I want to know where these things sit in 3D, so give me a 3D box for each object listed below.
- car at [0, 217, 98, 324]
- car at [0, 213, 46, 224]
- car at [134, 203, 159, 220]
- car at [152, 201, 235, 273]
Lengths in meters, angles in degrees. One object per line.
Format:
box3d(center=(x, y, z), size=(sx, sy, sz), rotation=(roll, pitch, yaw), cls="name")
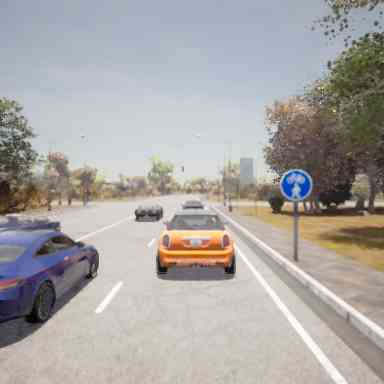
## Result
box3d(center=(-3.399, 1.508, 6.964), size=(1.812, 1.442, 4.674), rotation=(0, 0, 0), cls="car")
box3d(center=(-7.097, 1.568, 13.494), size=(1.895, 1.301, 4.718), rotation=(0, 0, 0), cls="car")
box3d(center=(-3.393, 1.535, 27.167), size=(1.895, 1.301, 4.718), rotation=(0, 0, 0), cls="car")
box3d(center=(0.104, 1.326, 10.733), size=(2.097, 1.767, 4.553), rotation=(0, 0, 0), cls="car")
